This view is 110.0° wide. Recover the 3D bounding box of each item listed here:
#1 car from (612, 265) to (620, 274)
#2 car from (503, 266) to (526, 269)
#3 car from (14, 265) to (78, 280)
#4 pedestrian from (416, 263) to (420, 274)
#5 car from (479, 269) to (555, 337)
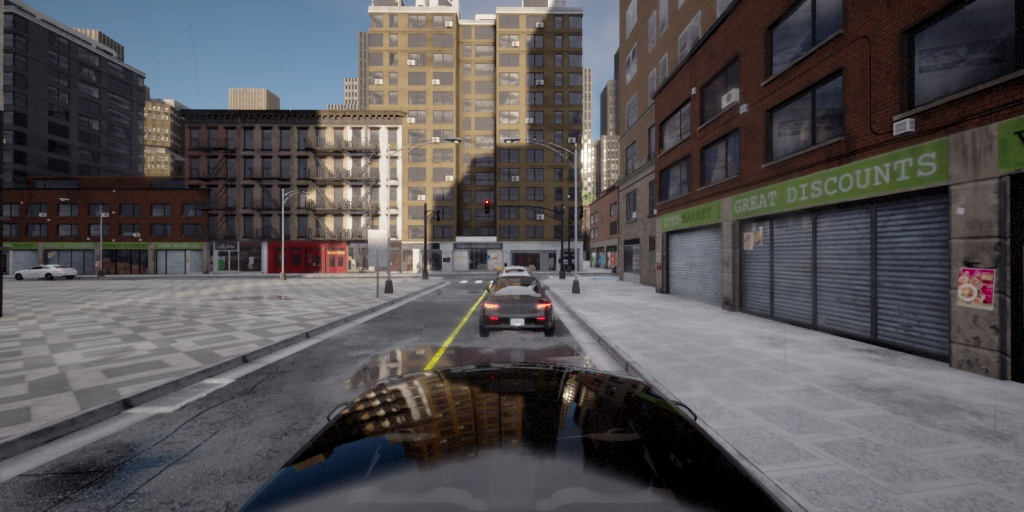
[{"bbox_3d":[12.057,1.187,35.505,4.181,1.385,1.994,-1,0,-1],"label":"car"},{"bbox_3d":[0.148,1.270,19.915,1.812,1.442,4.674,0,0,-1],"label":"car"},{"bbox_3d":[-45.305,1.579,34.921,4.674,1.442,1.812,0,0,0],"label":"car"},{"bbox_3d":[-10.043,0.970,38.334,0.375,1.860,0.375,0,0,-1],"label":"pedestrian"},{"bbox_3d":[0.121,1.275,10.135,1.812,1.442,4.674,0,0,0],"label":"car"}]
